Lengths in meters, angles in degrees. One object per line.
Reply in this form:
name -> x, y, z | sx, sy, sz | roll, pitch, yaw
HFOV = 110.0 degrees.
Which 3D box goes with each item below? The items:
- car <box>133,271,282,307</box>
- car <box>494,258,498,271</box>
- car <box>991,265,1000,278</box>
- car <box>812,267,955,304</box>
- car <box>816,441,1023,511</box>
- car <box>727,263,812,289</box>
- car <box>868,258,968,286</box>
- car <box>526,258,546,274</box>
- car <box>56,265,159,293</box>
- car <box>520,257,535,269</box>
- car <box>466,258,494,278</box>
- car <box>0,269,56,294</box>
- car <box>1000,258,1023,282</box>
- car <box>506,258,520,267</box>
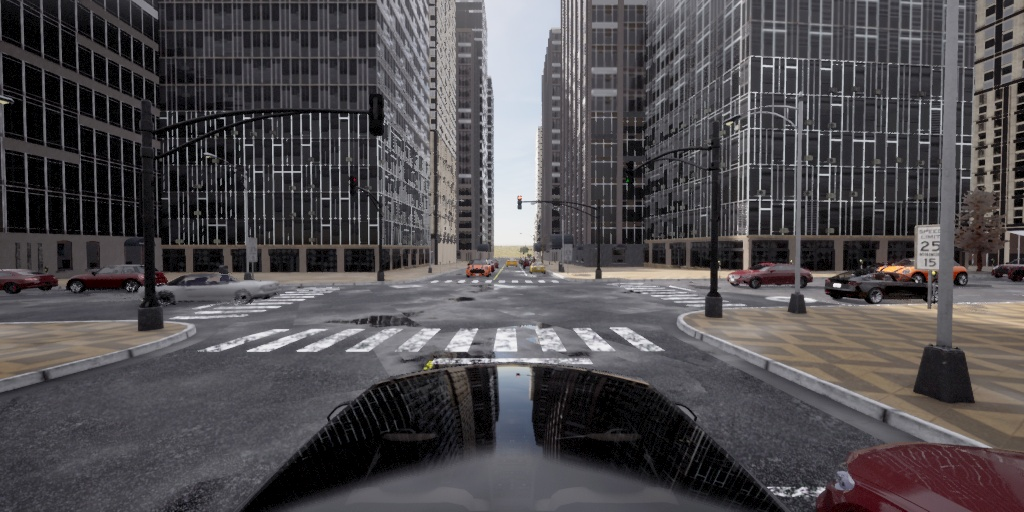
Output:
car -> -13.067, 1.439, 15.842 | 4.718, 1.301, 1.895 | 0, 1, -9
car -> -3.115, 1.203, 44.226 | 1.882, 1.535, 5.008 | 0, 0, 0
car -> 37.693, 0.865, 26.122 | 4.097, 1.591, 1.967 | 0, 0, -5
car -> 16.124, 1.294, 15.706 | 4.313, 1.339, 1.948 | 0, 0, -5
car -> 2.692, 1.333, 0.408 | 1.802, 1.307, 4.207 | 0, 0, 0
car -> 15.392, 1.135, 21.449 | 4.674, 1.442, 1.812 | 0, 1, -5
car -> 25.340, 0.904, 22.359 | 4.553, 1.767, 2.097 | 0, 1, -5
car -> 2.806, 1.254, 39.946 | 1.751, 1.417, 4.829 | 0, 0, 0
car -> -22.578, 1.215, 20.541 | 4.097, 1.591, 1.967 | 0, 0, -5
car -> 2.710, 1.028, 55.027 | 2.192, 1.841, 5.009 | 0, 0, 0
car -> -3.112, 1.085, 34.291 | 2.097, 1.767, 4.553 | 0, 0, 0
car -> -28.204, 1.390, 20.016 | 4.207, 1.307, 1.802 | 0, 0, -5
car -> 35.349, 0.846, 23.279 | 4.553, 1.767, 2.097 | 0, 1, -5
car -> -0.025, 1.178, 65.005 | 1.882, 1.535, 5.008 | 0, 0, 0
